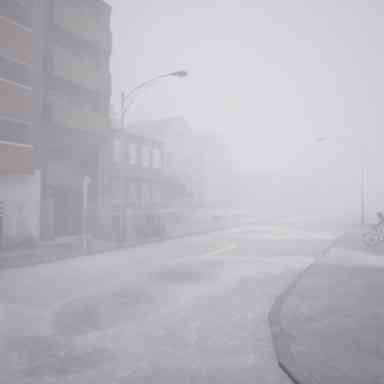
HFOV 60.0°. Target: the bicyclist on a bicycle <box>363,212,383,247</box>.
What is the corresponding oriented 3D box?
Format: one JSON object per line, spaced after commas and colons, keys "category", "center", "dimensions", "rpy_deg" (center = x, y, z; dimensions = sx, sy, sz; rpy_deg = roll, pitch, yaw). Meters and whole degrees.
{"category": "bicyclist on a bicycle", "center": [8.791, 1.746, 15.275], "dimensions": [1.656, 1.620, 0.582], "rpy_deg": [-1, -2, 29]}
